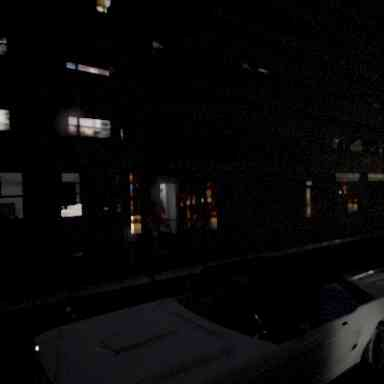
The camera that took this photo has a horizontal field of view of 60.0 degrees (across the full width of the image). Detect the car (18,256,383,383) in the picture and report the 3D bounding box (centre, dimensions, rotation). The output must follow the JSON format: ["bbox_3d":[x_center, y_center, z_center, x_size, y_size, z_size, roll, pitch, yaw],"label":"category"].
[{"bbox_3d":[0.665,1.576,3.922,4.718,1.301,1.895,-1,0,-38],"label":"car"}]
